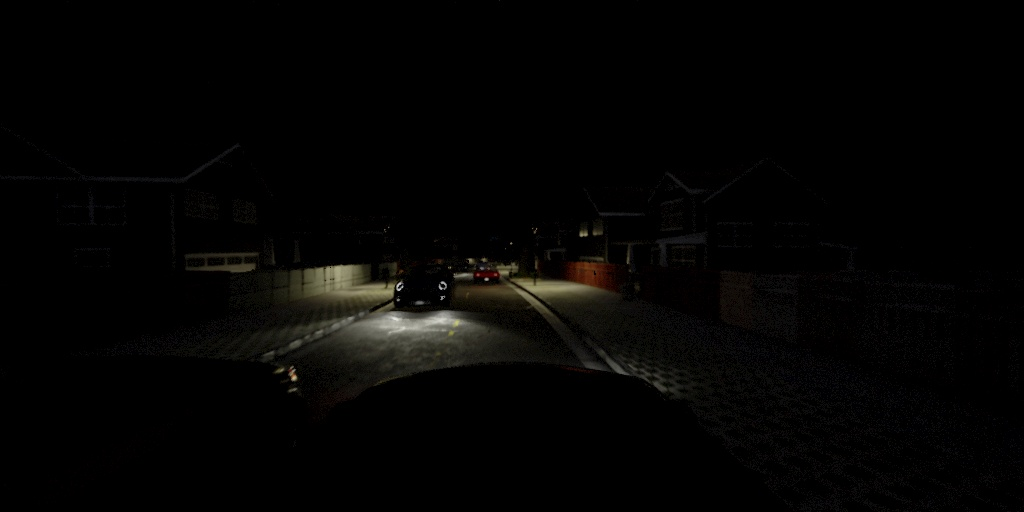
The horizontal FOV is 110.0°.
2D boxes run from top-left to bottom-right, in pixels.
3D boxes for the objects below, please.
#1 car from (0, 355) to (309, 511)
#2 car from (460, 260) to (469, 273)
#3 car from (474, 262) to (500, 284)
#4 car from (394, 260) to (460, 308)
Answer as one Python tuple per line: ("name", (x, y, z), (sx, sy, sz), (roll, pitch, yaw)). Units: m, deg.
("car", (-2.953, 1.324, 1.789), (1.994, 1.385, 4.181), (0, 0, -1))
("car", (-6.337, 1.288, 44.256), (1.882, 1.535, 5.008), (0, 0, -4))
("car", (-2.004, 1.371, 27.637), (1.895, 1.301, 4.718), (0, 0, -6))
("car", (-3.550, 1.127, 15.301), (2.097, 1.767, 4.553), (0, 0, -5))
